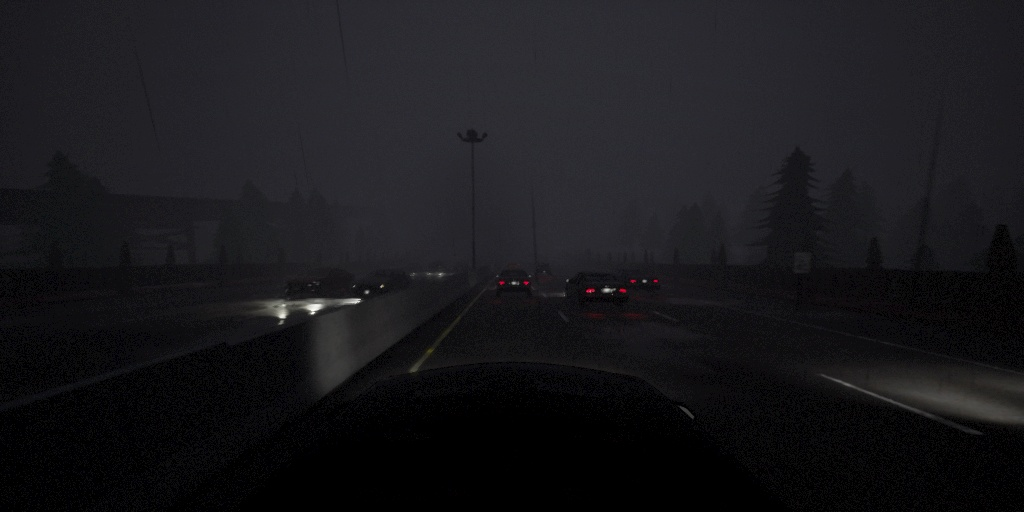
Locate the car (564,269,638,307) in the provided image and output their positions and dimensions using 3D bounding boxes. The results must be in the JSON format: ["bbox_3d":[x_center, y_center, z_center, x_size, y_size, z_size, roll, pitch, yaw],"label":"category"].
[{"bbox_3d":[3.598,1.385,16.093,2.033,1.411,5.357,0,0,0],"label":"car"}]

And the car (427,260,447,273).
[{"bbox_3d":[-10.560,1.430,50.633,2.097,1.767,4.553,0,-1,0],"label":"car"}]

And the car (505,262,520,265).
[{"bbox_3d":[0.094,1.522,47.837,1.882,1.535,5.008,0,-1,0],"label":"car"}]

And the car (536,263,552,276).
[{"bbox_3d":[3.594,1.514,42.555,1.837,1.490,4.892,0,-1,0],"label":"car"}]

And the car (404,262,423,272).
[{"bbox_3d":[-14.063,1.541,50.725,1.882,1.535,5.008,0,0,0],"label":"car"}]

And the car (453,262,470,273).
[{"bbox_3d":[-7.059,1.569,50.402,2.128,1.511,4.902,0,-1,0],"label":"car"}]

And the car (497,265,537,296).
[{"bbox_3d":[0.097,1.412,20.214,2.033,1.411,5.357,0,0,0],"label":"car"}]

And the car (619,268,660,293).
[{"bbox_3d":[7.097,1.422,21.688,2.033,1.411,5.357,0,0,0],"label":"car"}]

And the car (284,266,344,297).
[{"bbox_3d":[-10.600,1.341,20.144,1.882,1.535,5.008,0,0,0],"label":"car"}]

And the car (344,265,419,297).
[{"bbox_3d":[-7.101,1.412,20.224,2.033,1.411,5.357,0,0,0],"label":"car"}]
